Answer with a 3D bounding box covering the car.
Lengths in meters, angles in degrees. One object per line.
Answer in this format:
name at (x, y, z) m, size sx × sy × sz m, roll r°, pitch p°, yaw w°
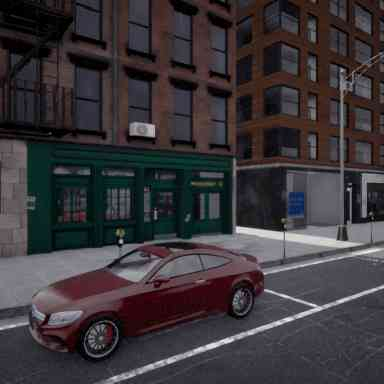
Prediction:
car at (-0.520, 1.582, 5.824) m, size 4.206 × 1.307 × 1.802 m, roll 0°, pitch 0°, yaw -36°
